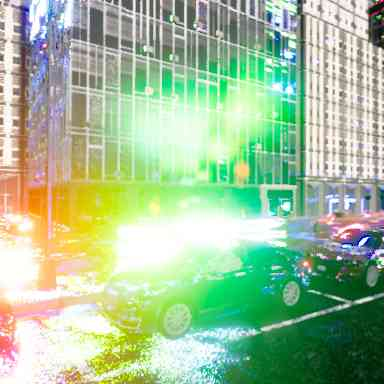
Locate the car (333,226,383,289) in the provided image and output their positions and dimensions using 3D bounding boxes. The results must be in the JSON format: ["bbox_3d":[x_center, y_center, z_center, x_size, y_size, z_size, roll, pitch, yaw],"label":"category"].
[{"bbox_3d":[5.134,1.670,9.505,4.507,1.381,1.887,1,-1,-33],"label":"car"}]

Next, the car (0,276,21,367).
[{"bbox_3d":[-4.195,1.464,3.560,4.097,1.590,1.967,1,-1,-33],"label":"car"}]

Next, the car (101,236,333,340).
[{"bbox_3d":[0.469,1.625,6.532,4.403,1.369,2.008,1,-1,-33],"label":"car"}]
